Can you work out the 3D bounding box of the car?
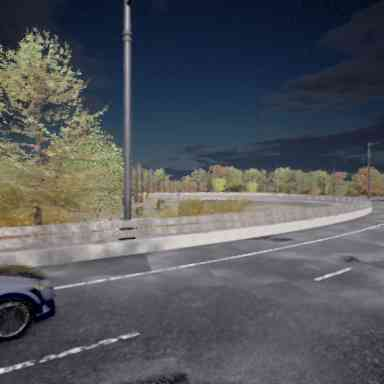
[{"bbox_3d":[-4.366,1.614,5.142,4.181,1.385,1.994,0,0,-36],"label":"car"}]
